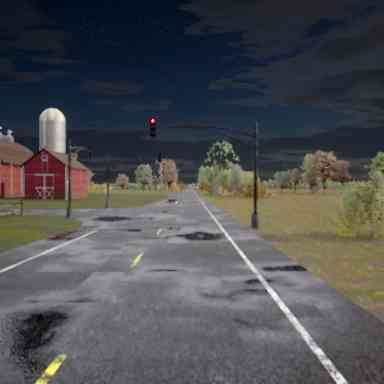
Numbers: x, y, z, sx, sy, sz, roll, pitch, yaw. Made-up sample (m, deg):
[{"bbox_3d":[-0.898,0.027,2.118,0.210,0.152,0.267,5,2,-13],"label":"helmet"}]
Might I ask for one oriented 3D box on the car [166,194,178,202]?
[{"bbox_3d":[-3.529,1.108,60.369,1.837,1.490,4.892,0,3,0],"label":"car"}]
